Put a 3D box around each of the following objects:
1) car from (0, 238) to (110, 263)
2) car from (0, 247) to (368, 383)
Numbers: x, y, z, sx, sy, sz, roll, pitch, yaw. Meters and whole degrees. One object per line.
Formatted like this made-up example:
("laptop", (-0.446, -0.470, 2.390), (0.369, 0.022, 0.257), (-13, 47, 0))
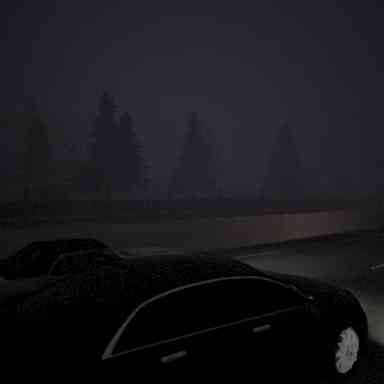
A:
("car", (-2.041, 1.602, 6.591), (4.718, 1.301, 1.895), (0, 0, -35))
("car", (0.119, 1.507, 3.832), (4.892, 1.490, 1.837), (0, 0, -36))
